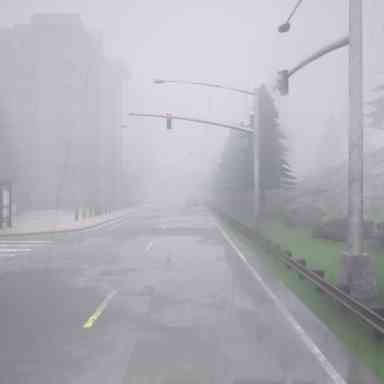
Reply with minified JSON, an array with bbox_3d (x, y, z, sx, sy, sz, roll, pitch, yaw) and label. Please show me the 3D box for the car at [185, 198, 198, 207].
[{"bbox_3d":[-0.039,1.564,50.677,1.994,1.385,4.181,0,0,0],"label":"car"}]
